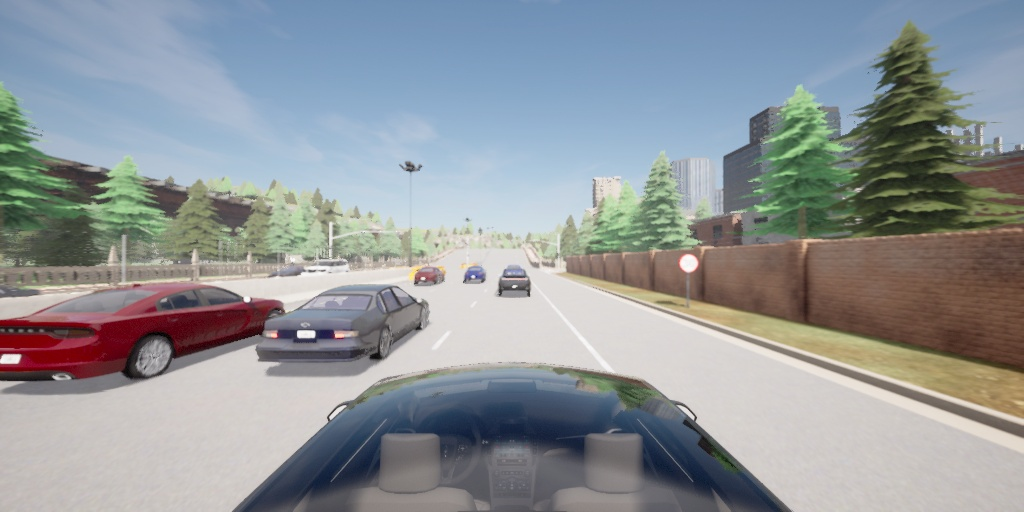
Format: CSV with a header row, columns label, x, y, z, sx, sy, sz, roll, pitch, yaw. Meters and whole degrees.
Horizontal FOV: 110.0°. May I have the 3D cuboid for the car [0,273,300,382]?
label,x,y,z,sx,sy,sz,roll,pitch,yaw
car,-6.887,1.289,7.404,1.882,1.535,5.008,0,-1,0

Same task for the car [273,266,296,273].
label,x,y,z,sx,sy,sz,roll,pitch,yaw
car,-20.962,1.673,34.652,2.033,1.411,5.357,0,-1,1

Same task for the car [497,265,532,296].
label,x,y,z,sx,sy,sz,roll,pitch,yaw
car,0.144,1.481,21.588,2.128,1.511,4.902,0,-1,0

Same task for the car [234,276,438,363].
label,x,y,z,sx,sy,sz,roll,pitch,yaw
car,-3.396,1.375,8.443,2.033,1.411,5.357,0,-1,0

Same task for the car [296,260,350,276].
label,x,y,z,sx,sy,sz,roll,pitch,yaw
car,-17.469,1.344,34.021,2.150,2.045,5.566,0,-1,1

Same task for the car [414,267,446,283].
label,x,y,z,sx,sy,sz,roll,pitch,yaw
car,-6.836,1.609,29.919,1.812,1.442,4.674,0,-1,0

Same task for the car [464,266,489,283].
label,x,y,z,sx,sy,sz,roll,pitch,yaw
car,-3.328,1.651,33.095,1.812,1.442,4.674,0,-1,0
